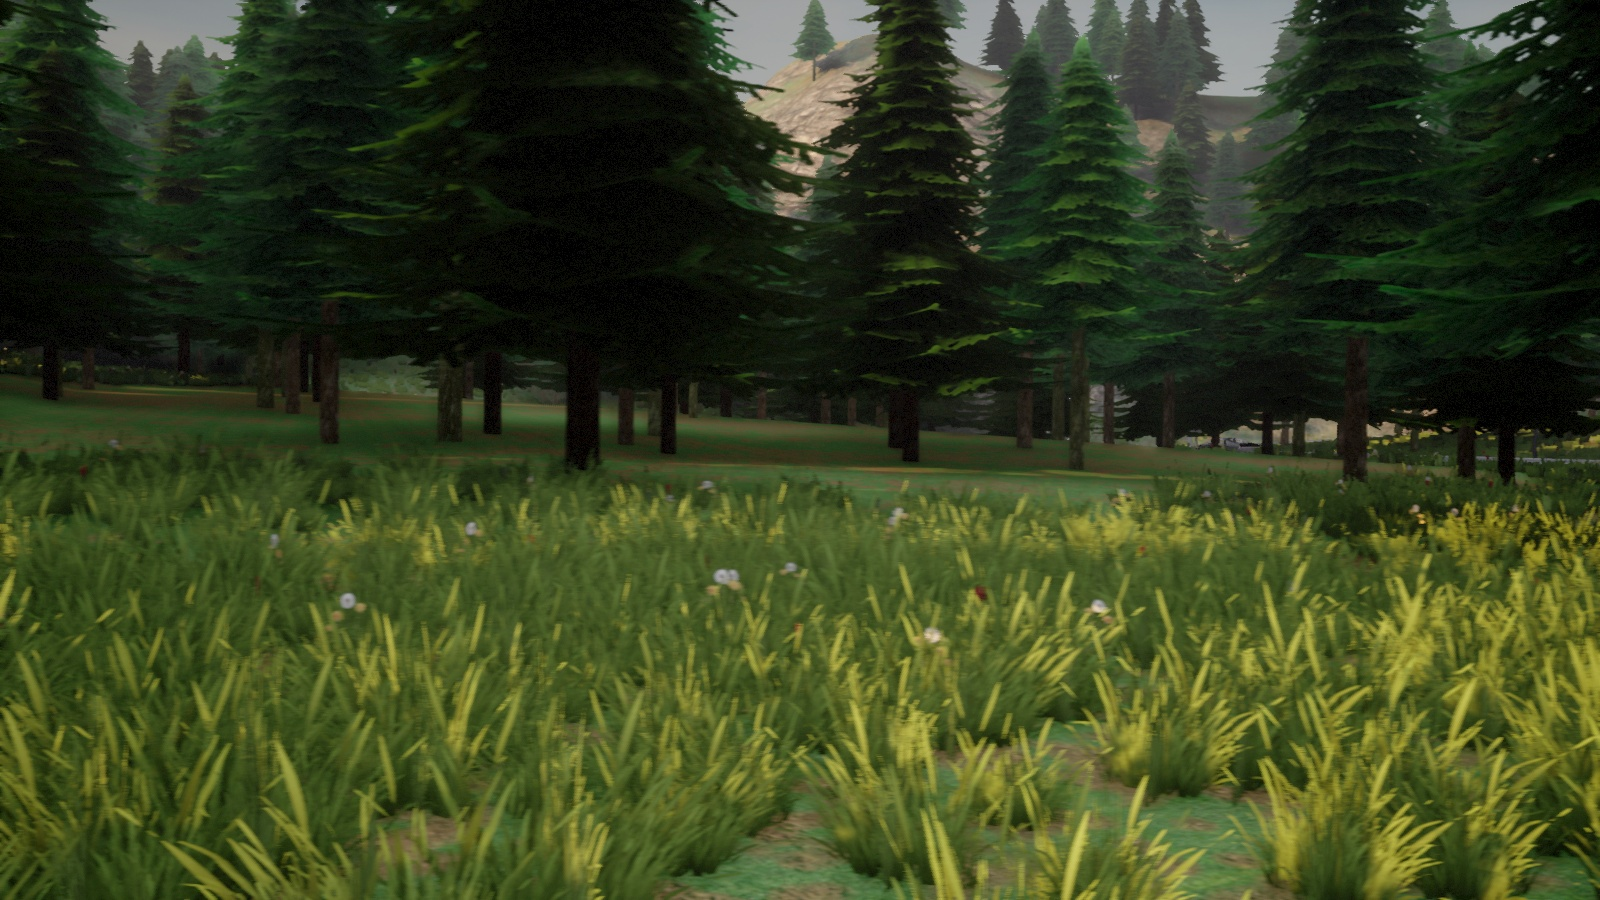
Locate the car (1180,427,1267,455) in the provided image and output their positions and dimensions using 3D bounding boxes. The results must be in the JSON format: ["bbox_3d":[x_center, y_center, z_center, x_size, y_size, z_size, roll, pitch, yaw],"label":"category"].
[{"bbox_3d":[24.390,-0.549,72.490,2.128,1.511,4.902,-1,1,-21],"label":"car"}]
